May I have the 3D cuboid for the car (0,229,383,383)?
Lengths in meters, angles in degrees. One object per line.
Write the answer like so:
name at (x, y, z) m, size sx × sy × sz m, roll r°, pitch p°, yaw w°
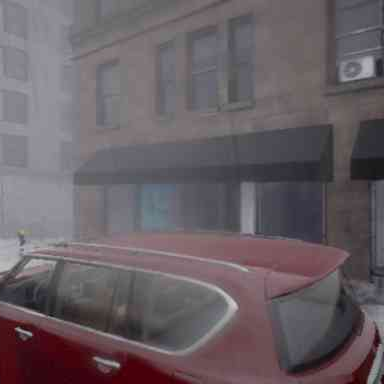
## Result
car at (-0.769, 1.347, 3.496) m, size 5.009 × 1.841 × 2.192 m, roll -1°, pitch 0°, yaw 36°
